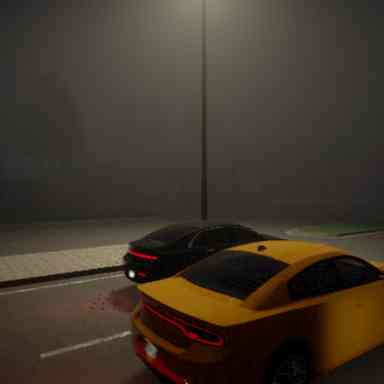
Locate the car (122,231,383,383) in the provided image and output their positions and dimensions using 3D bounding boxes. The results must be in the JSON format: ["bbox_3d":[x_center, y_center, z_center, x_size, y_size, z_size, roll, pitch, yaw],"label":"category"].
[{"bbox_3d":[1.592,1.473,4.878,5.008,1.535,1.882,0,0,-35],"label":"car"}]

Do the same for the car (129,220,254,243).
[{"bbox_3d":[0.673,1.499,8.518,4.892,1.490,1.837,0,0,-35],"label":"car"}]
